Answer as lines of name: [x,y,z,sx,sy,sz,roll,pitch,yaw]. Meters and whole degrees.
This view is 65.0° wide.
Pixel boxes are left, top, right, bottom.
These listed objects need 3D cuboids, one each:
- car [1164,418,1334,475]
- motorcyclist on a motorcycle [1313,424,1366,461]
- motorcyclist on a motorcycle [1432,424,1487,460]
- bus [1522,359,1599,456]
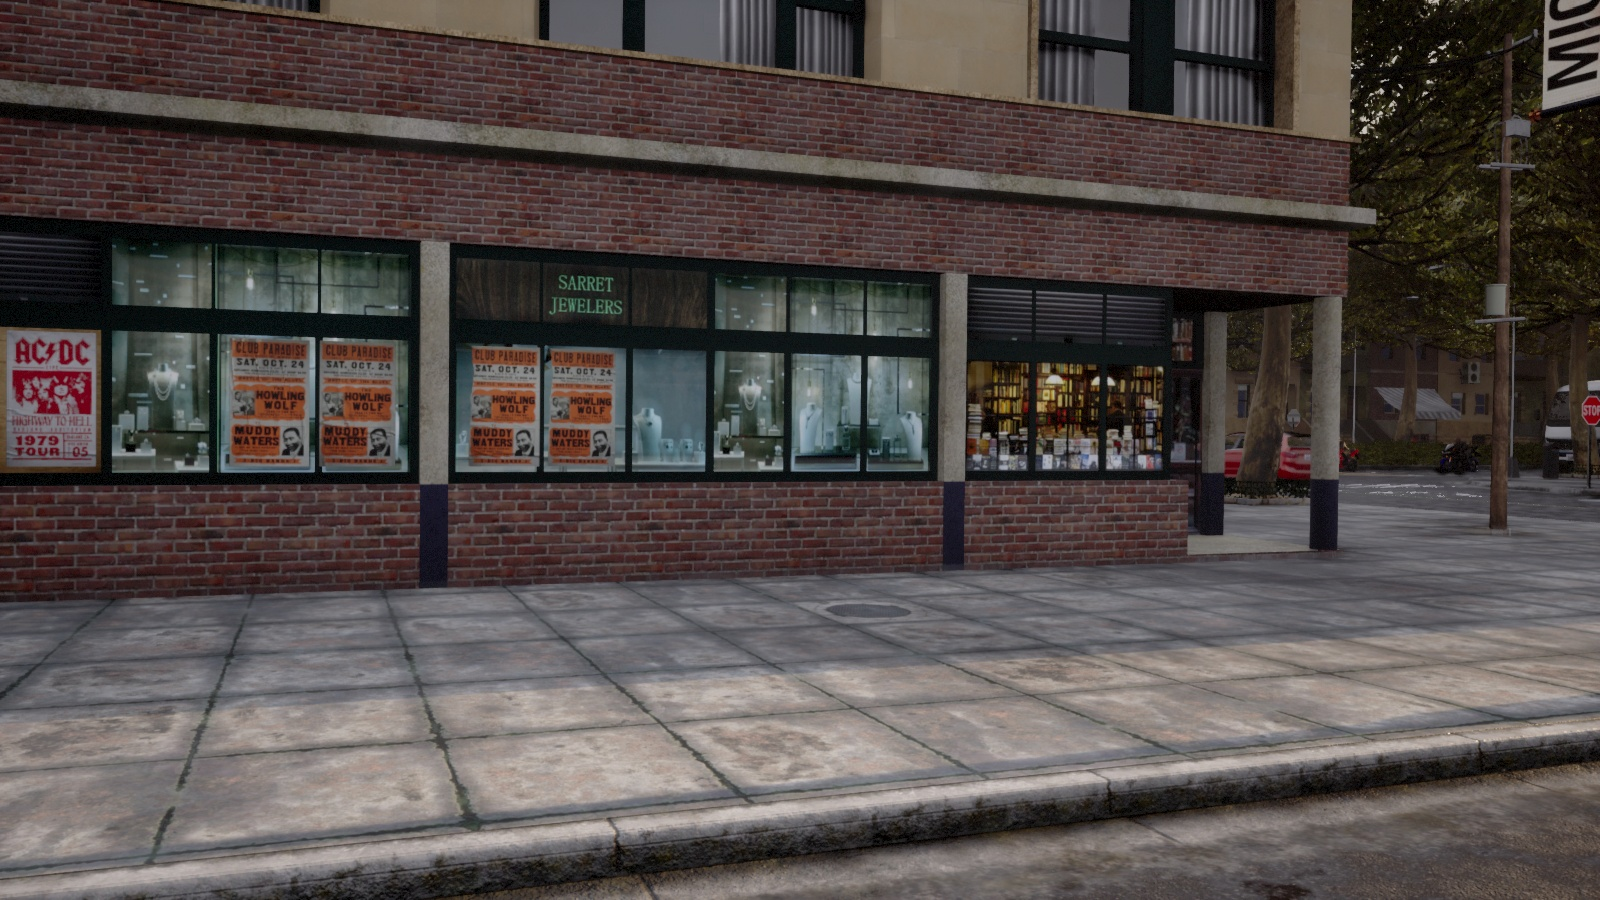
car: [13.950,-0.147,39.280,2.242,1.667,4.611,-1,1,-32]
motorcyclist on a motorcycle: [22.523,-0.316,52.435,2.044,1.523,0.797,-1,1,-22]
motorcyclist on a motorcycle: [28.802,-0.371,54.854,2.191,1.530,0.866,-1,1,-21]
bus: [39.354,-1.961,58.861,10.273,4.253,3.944,-1,1,-21]
